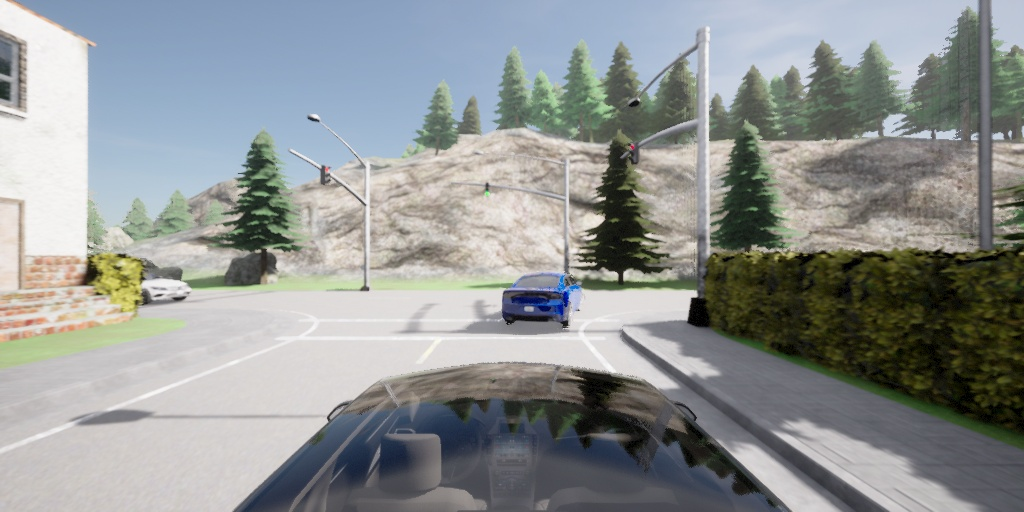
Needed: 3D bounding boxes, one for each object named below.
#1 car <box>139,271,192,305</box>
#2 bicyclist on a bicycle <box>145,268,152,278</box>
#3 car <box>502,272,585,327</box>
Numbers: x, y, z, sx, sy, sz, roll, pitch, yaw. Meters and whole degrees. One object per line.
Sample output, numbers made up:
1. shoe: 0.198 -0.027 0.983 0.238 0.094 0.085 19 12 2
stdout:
1. car: -16.795 1.319 15.673 4.674 1.442 1.812 0 0 1
2. bicyclist on a bicycle: -23.543 1.270 22.839 0.582 1.620 1.656 0 0 1
3. car: 1.197 1.259 11.859 1.882 1.535 5.008 -1 0 17
